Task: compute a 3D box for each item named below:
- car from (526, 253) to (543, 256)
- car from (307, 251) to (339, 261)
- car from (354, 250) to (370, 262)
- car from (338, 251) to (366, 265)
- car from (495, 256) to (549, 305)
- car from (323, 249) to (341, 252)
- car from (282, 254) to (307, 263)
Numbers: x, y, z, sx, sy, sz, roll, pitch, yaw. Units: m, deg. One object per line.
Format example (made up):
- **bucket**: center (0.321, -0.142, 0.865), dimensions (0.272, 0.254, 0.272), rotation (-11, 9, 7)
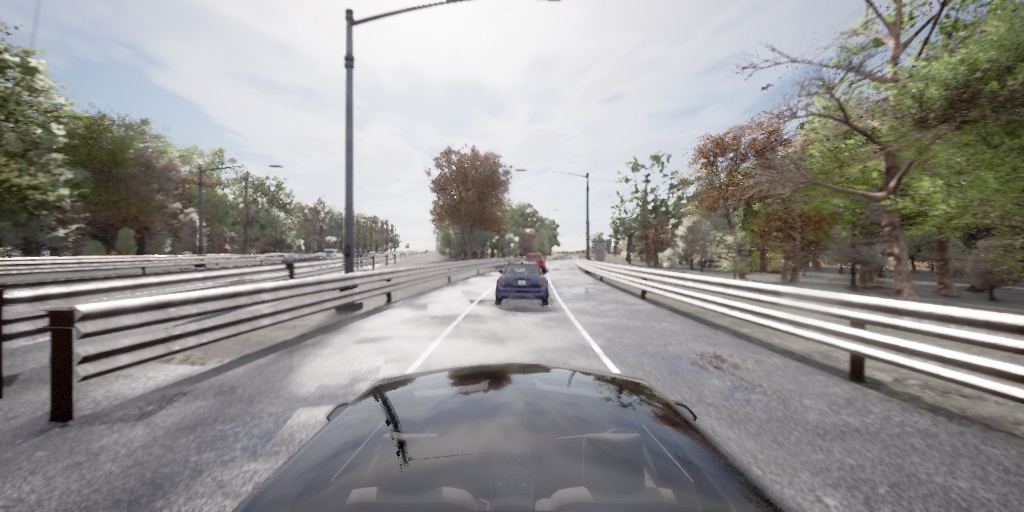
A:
- **car**: center (2.633, 0.696, 40.764), dimensions (2.150, 2.045, 5.566), rotation (0, 1, 7)
- **car**: center (-24.497, 0.415, 46.561), dimensions (1.837, 1.490, 4.892), rotation (0, 0, -12)
- **car**: center (-22.381, 0.070, 52.798), dimensions (2.150, 2.045, 5.566), rotation (0, 1, -12)
- **car**: center (-21.139, 0.448, 47.578), dimensions (1.812, 1.442, 4.674), rotation (0, 0, -12)
- **car**: center (0.471, 1.009, 15.678), dimensions (2.097, 1.767, 4.553), rotation (0, 0, 3)
- **car**: center (-25.685, 0.066, 51.525), dimensions (2.150, 2.045, 5.566), rotation (0, 1, -12)
- **car**: center (-28.088, 0.456, 46.593), dimensions (1.994, 1.385, 4.181), rotation (0, 1, -12)
